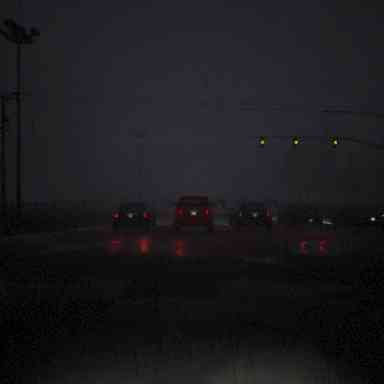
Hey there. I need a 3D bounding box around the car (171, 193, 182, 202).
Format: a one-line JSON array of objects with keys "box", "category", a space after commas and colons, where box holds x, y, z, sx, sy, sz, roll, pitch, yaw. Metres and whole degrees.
[{"box": [-3.503, 1.191, 75.934, 2.150, 2.045, 5.566, 0, 0, 0], "category": "car"}]

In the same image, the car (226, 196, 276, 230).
[{"box": [3.599, 1.342, 21.142, 2.097, 1.767, 4.553, 0, 0, 0], "category": "car"}]

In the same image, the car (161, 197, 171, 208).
[{"box": [-3.403, 1.456, 47.833, 1.882, 1.535, 5.008, 0, 0, 0], "category": "car"}]

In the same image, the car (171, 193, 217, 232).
[{"box": [0.099, 1.212, 20.236, 2.150, 2.045, 5.566, 0, 0, 0], "category": "car"}]

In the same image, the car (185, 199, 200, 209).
[{"box": [0.097, 1.580, 44.775, 1.895, 1.301, 4.718, 0, 0, 0], "category": "car"}]

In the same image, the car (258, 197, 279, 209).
[{"box": [10.596, 1.484, 46.261, 1.837, 1.490, 4.892, 0, 0, 0], "category": "car"}]

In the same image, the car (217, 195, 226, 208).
[{"box": [3.597, 1.484, 46.294, 1.837, 1.490, 4.892, 0, 0, 0], "category": "car"}]

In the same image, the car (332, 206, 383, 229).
[{"box": [10.598, 1.555, 21.480, 1.994, 1.385, 4.181, 0, 0, 0], "category": "car"}]

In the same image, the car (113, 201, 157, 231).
[{"box": [-3.401, 1.342, 20.548, 2.097, 1.767, 4.553, 0, 0, 0], "category": "car"}]

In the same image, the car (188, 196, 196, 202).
[{"box": [-0.003, 1.561, 75.896, 1.895, 1.301, 4.718, 0, 0, 0], "category": "car"}]

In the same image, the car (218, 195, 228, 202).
[{"box": [6.997, 1.466, 75.957, 1.837, 1.490, 4.892, 0, 0, 0], "category": "car"}]

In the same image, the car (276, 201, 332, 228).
[{"box": [7.099, 1.482, 22.263, 2.128, 1.511, 4.902, 0, 0, 0], "category": "car"}]

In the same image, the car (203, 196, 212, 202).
[{"box": [3.497, 1.561, 75.931, 1.895, 1.301, 4.718, 0, 0, 0], "category": "car"}]
